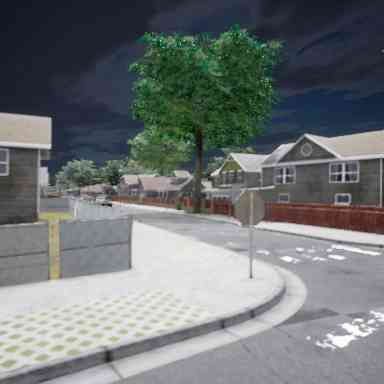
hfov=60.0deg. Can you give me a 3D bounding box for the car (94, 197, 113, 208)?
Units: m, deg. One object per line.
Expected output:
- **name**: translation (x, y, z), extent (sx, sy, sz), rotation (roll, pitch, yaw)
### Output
- **car**: translation (-13.522, 1.825, 51.606), extent (1.895, 1.301, 4.718), rotation (1, 0, -24)

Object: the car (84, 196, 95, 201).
- **car**: translation (-26.941, 1.794, 89.329), extent (2.128, 1.511, 4.902), rotation (1, 0, -24)
